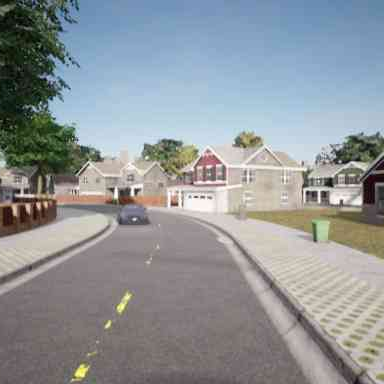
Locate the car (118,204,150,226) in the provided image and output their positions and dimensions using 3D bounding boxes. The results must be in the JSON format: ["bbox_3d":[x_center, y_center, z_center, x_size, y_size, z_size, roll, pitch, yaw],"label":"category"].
[{"bbox_3d":[-4.066,1.522,22.934,1.994,1.385,4.181,0,0,-13],"label":"car"}]
